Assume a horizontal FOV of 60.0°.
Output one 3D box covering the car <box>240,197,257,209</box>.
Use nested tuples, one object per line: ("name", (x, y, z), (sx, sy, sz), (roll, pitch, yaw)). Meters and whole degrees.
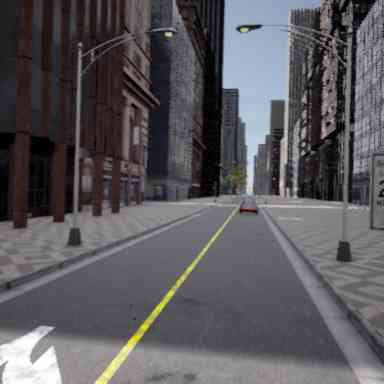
("car", (8.078, 1.541, 47.405), (2.128, 1.511, 4.902), (2, 0, 10))

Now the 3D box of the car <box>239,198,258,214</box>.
("car", (6.198, 1.604, 36.346), (1.994, 1.385, 4.181), (2, 0, 10))
